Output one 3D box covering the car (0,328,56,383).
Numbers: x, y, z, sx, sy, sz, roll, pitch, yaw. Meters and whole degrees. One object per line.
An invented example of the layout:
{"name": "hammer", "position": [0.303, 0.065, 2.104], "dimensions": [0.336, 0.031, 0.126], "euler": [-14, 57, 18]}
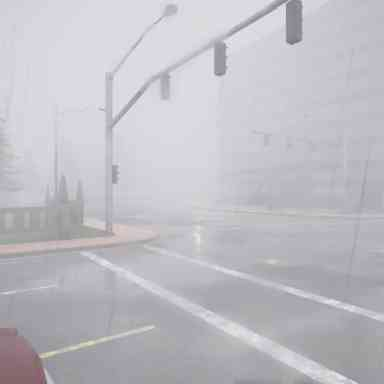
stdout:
{"name": "car", "position": [-3.118, 1.601, 1.554], "dimensions": [4.718, 1.301, 1.895], "euler": [0, 0, -35]}
